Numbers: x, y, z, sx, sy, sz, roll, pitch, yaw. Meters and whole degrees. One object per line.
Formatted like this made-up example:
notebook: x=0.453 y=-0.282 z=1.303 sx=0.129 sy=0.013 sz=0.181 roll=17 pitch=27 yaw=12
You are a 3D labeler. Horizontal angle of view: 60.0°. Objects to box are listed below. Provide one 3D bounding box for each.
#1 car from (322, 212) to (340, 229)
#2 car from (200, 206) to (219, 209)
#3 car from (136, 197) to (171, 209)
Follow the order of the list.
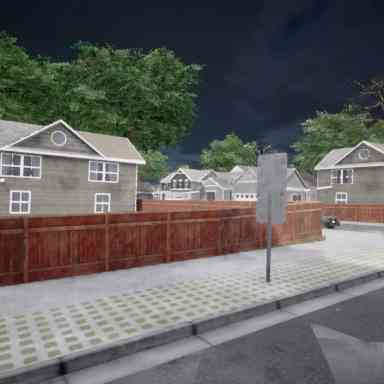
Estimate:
car: x=7.751 y=1.725 z=22.568 sx=1.994 sy=1.385 sz=4.181 roll=3 pitch=-2 yaw=-36
car: x=1.881 y=1.885 z=30.855 sx=1.895 sy=1.301 sz=4.718 roll=2 pitch=-2 yaw=-36
car: x=-4.733 y=1.624 z=39.807 sx=2.150 sy=2.045 sz=5.566 roll=3 pitch=-2 yaw=-37
